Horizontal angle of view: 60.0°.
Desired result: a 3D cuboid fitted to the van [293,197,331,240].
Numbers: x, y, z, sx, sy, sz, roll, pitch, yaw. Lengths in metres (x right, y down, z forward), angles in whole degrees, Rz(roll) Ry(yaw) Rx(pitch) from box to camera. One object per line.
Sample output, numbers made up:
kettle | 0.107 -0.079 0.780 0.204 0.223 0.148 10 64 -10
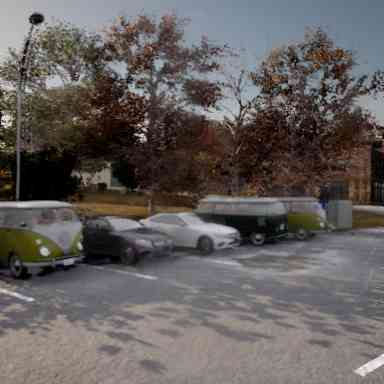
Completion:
van | 4.575 1.265 16.706 4.442 1.987 1.878 -1 -1 35

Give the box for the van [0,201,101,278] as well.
van | -5.012 1.259 9.867 4.442 1.987 1.878 -1 -1 34

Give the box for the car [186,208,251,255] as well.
car | -0.316 1.526 13.352 4.674 1.452 2.002 -1 -1 34

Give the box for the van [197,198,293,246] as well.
van | 1.980 1.264 15.121 4.442 1.987 1.878 -1 -1 34

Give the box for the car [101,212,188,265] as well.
car | -2.712 1.525 11.639 4.674 1.452 2.002 -1 -1 35
